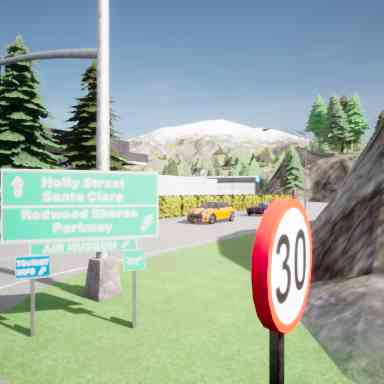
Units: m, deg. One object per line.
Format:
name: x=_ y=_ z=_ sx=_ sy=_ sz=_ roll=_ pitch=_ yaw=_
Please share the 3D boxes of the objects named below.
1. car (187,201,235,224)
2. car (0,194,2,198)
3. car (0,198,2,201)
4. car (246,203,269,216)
car: x=1.563 y=1.544 z=26.726 sx=2.097 sy=1.767 sz=4.553 roll=0 pitch=0 yaw=36
car: x=-38.665 y=1.489 z=69.982 sx=4.514 sy=1.523 sz=2.007 roll=0 pitch=0 yaw=35
car: x=-12.422 y=1.504 z=26.064 sx=1.905 sy=1.878 sz=3.866 roll=0 pitch=0 yaw=35
car: x=7.468 y=1.792 z=34.853 sx=1.895 sy=1.301 sz=4.718 roll=0 pitch=0 yaw=36
